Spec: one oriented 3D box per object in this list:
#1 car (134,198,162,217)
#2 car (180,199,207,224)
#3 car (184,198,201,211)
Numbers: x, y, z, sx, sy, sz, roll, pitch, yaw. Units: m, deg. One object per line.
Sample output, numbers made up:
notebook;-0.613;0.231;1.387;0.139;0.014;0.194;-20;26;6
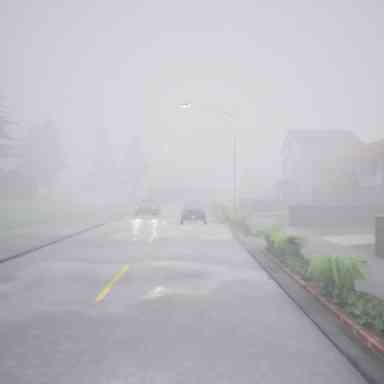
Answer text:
car;-4.062;1.348;30.941;2.097;1.767;4.553;0;0;0
car;0.102;1.524;24.693;1.812;1.442;4.674;0;0;0
car;0.102;1.544;42.840;2.033;1.411;5.357;0;0;0
